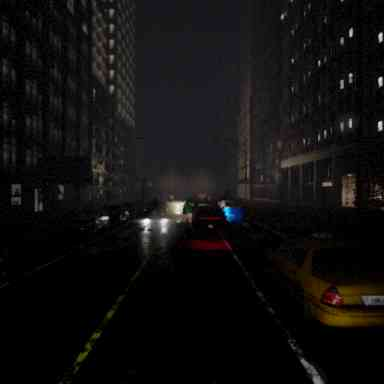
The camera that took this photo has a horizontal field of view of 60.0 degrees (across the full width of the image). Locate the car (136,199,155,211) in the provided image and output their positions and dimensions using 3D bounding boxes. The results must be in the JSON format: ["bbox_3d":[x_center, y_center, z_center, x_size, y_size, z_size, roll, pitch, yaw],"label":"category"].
[{"bbox_3d":[-5.695,1.571,41.029,1.802,1.307,4.206,-1,0,0],"label":"car"}]

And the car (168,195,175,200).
[{"bbox_3d":[-5.691,1.497,92.012,1.752,1.417,4.829,-1,0,0],"label":"car"}]

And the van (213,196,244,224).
[{"bbox_3d":[2.682,1.335,23.978,1.690,1.788,3.998,-1,0,0],"label":"van"}]

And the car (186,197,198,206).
[{"bbox_3d":[0.004,1.511,54.336,1.812,1.442,4.674,0,0,0],"label":"car"}]

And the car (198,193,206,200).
[{"bbox_3d":[2.687,1.287,92.182,2.192,1.841,5.009,-1,0,0],"label":"car"}]

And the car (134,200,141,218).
[{"bbox_3d":[-5.696,1.537,29.662,1.887,1.381,4.507,-1,0,0],"label":"car"}]

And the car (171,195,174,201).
[{"bbox_3d":[-5.692,1.560,75.131,1.802,1.307,4.206,-1,0,0],"label":"car"}]

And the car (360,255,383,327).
[{"bbox_3d":[2.681,1.440,1.243,1.967,1.590,4.097,-1,0,0],"label":"car"}]

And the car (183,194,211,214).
[{"bbox_3d":[0.385,1.343,34.420,2.097,1.767,4.553,0,0,9],"label":"car"}]

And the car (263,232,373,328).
[{"bbox_3d":[2.683,1.523,7.097,1.752,1.417,4.829,-1,0,0],"label":"car"}]

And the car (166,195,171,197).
[{"bbox_3d":[-5.693,1.533,63.763,2.008,1.369,4.403,-1,0,0],"label":"car"}]

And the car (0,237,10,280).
[{"bbox_3d":[-5.699,1.438,6.928,1.967,1.590,4.097,-1,0,0],"label":"car"}]

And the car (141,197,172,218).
[{"bbox_3d":[-3.096,1.497,29.799,1.837,1.490,4.892,0,0,0],"label":"car"}]

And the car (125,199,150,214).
[{"bbox_3d":[-5.696,1.541,35.346,2.008,1.369,4.403,-1,0,0],"label":"car"}]

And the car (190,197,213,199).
[{"bbox_3d":[0.902,1.470,28.324,1.882,1.535,5.008,0,0,0],"label":"car"}]

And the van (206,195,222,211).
[{"bbox_3d":[2.684,1.330,41.029,1.690,1.788,3.998,-1,0,0],"label":"van"}]

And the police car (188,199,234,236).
[{"bbox_3d":[0.901,1.420,18.434,1.930,1.638,5.238,0,0,0],"label":"police car"}]

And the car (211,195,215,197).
[{"bbox_3d":[2.683,1.305,35.345,2.192,1.841,5.009,-1,0,0],"label":"car"}]

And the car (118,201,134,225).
[{"bbox_3d":[-5.696,1.559,23.978,1.947,1.339,4.313,-1,0,0],"label":"car"}]

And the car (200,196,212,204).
[{"bbox_3d":[2.688,1.533,63.763,2.008,1.369,4.403,-1,0,0],"label":"car"}]

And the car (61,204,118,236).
[{"bbox_3d":[-5.697,1.546,18.295,2.008,1.369,4.403,-1,0,0],"label":"car"}]
